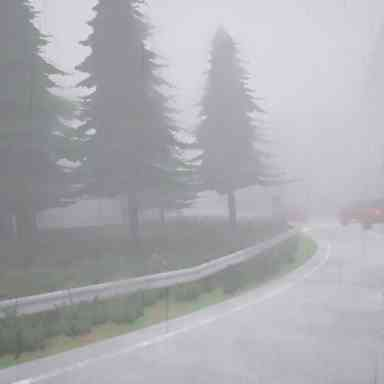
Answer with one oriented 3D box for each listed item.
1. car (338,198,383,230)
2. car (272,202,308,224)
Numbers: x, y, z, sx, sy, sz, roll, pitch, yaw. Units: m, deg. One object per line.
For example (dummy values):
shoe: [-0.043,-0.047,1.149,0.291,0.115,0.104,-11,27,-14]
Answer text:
car: [12.578,1.490,23.844,2.150,2.045,5.566,-4,-2,0]
car: [9.275,2.023,32.050,2.150,2.045,5.566,-4,-2,-1]
